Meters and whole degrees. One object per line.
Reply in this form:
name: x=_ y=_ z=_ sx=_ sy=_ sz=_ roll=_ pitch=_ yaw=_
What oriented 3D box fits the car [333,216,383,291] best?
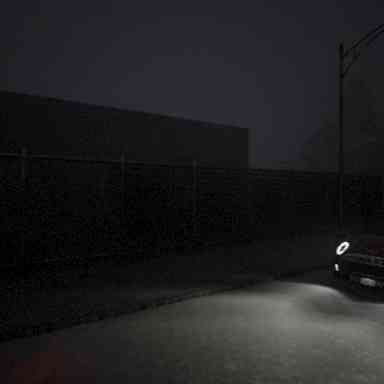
car: x=5.634 y=1.356 z=8.503 sx=4.553 sy=1.767 sz=2.097 roll=0 pitch=0 yaw=-36
